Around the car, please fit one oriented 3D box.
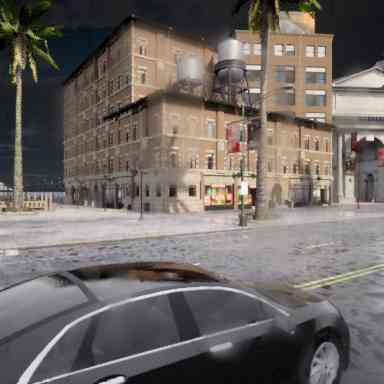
[{"bbox_3d":[-0.296,1.505,3.453,4.892,1.490,1.837,0,0,-35],"label":"car"}]
